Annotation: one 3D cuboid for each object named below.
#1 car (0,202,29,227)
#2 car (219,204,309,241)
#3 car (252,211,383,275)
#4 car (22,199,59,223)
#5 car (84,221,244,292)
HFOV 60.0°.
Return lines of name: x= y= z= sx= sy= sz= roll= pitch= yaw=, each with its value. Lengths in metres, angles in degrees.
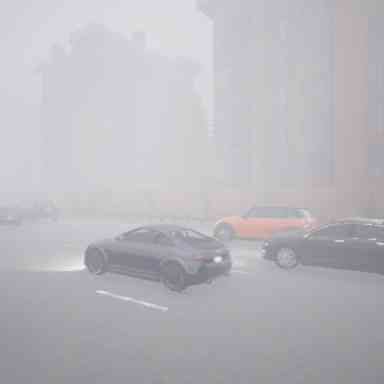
car: x=-12.989 y=1.564 z=21.856 sx=4.181 sy=1.385 sz=1.994 roll=0 pitch=0 yaw=35
car: x=3.181 y=1.352 z=14.623 sx=4.553 sy=1.767 sz=2.097 roll=0 pitch=0 yaw=35
car: x=4.429 y=1.505 z=9.432 sx=4.892 sy=1.490 sz=1.837 roll=0 pitch=0 yaw=35
car: x=-12.307 y=1.351 z=25.668 sx=4.553 sy=1.767 sz=2.097 roll=0 pitch=0 yaw=36
car: x=-1.010 y=1.564 z=9.012 sx=4.181 sy=1.385 sz=1.994 roll=0 pitch=0 yaw=36
